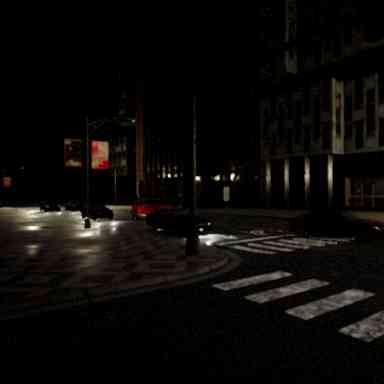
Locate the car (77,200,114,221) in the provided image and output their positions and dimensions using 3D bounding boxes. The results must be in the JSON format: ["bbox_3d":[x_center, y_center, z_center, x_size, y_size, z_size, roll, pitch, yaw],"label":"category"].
[{"bbox_3d":[-9.300,1.903,32.517,1.882,1.535,5.008,0,0,-36],"label":"car"}]

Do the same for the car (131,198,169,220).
[{"bbox_3d":[-3.562,1.554,30.074,2.150,2.045,5.566,0,0,-36],"label":"car"}]

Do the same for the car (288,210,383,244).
[{"bbox_3d":[7.048,1.609,16.364,4.674,1.442,1.812,-2,-1,44],"label":"car"}]

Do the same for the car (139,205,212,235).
[{"bbox_3d":[-1.021,1.780,20.934,2.033,1.411,5.357,0,-1,-36],"label":"car"}]

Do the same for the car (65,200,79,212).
[{"bbox_3d":[-17.137,2.000,49.195,2.097,1.767,4.553,0,0,-35],"label":"car"}]

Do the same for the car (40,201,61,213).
[{"bbox_3d":[-20.795,2.042,48.761,2.097,1.767,4.553,0,0,-35],"label":"car"}]
